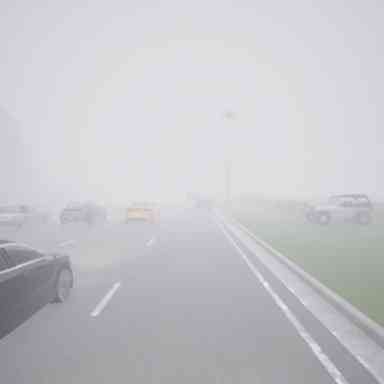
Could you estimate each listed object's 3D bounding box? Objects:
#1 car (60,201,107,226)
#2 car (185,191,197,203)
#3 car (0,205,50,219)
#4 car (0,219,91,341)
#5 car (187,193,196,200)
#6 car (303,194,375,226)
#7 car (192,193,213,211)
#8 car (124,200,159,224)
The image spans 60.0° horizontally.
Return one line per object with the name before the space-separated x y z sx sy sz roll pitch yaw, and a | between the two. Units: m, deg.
car | -6.908 1.322 21.535 2.128 1.511 4.902 0 0 0
car | -0.018 0.786 55.747 2.150 2.045 5.566 0 0 0
car | -10.406 1.442 20.181 1.895 1.301 4.718 0 0 0
car | -3.402 1.451 5.059 2.128 1.511 4.902 0 0 0
car | -0.023 0.902 71.069 1.837 1.490 4.892 0 0 0
car | 8.915 1.056 20.141 3.866 1.878 1.905 0 0 0
car | 1.213 1.222 36.136 1.837 1.490 4.892 0 0 0
car | -3.406 1.295 23.201 1.882 1.535 5.008 0 0 0
